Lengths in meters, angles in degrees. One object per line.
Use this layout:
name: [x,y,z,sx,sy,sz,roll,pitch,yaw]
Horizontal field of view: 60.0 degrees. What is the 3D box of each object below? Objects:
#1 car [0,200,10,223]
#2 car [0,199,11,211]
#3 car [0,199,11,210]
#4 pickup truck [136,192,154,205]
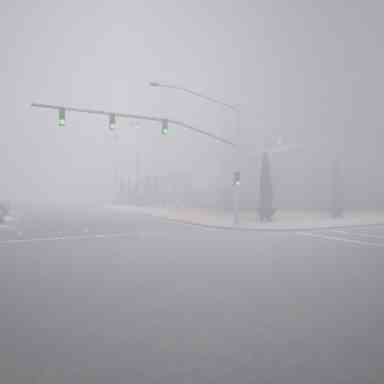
car: [-15.030,1.547,24.895,2.033,1.411,5.357,0,0,-27]
car: [-24.244,1.601,42.563,1.895,1.301,4.718,0,0,-27]
car: [-19.476,1.601,33.420,1.895,1.301,4.718,0,0,-27]
pickup truck: [-7.348,1.059,53.853,2.390,2.098,6.274,0,0,3]
